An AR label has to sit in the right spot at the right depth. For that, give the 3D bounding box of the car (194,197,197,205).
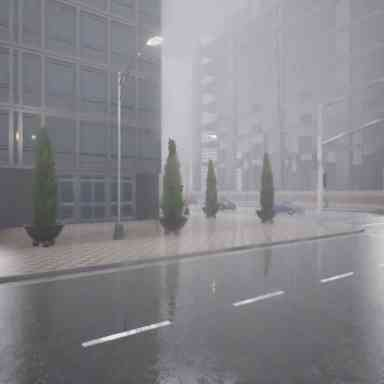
[{"bbox_3d":[-1.033,1.463,61.960,2.097,1.767,4.553,0,0,-36],"label":"car"}]

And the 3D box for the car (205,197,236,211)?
[{"bbox_3d":[3.677,1.452,43.396,2.097,1.767,4.553,0,0,-36],"label":"car"}]

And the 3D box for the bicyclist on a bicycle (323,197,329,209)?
[{"bbox_3d":[17.821,1.419,44.339,1.656,1.620,0.582,0,0,-36],"label":"bicyclist on a bicycle"}]

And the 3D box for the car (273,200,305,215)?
[{"bbox_3d":[9.672,1.625,35.213,1.812,1.442,4.674,0,0,-36],"label":"car"}]

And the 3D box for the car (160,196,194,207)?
[{"bbox_3d":[-2.393,1.591,51.724,2.128,1.511,4.902,0,0,-36],"label":"car"}]
